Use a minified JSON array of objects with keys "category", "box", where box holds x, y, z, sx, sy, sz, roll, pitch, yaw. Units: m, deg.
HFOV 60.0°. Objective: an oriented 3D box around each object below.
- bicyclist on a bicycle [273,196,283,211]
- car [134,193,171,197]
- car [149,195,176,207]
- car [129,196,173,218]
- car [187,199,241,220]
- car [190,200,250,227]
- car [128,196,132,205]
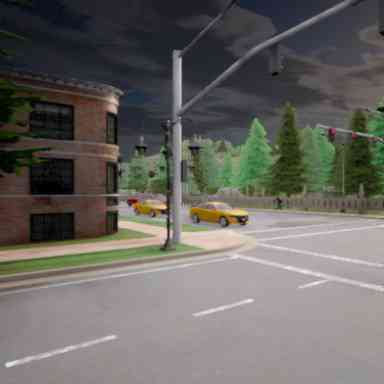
[{"category":"bicyclist on a bicycle","box":[9.592,1.257,37.072,1.656,1.620,0.582,0,0,-35]},{"category":"car","box":[-4.247,1.192,37.809,2.150,2.045,5.566,0,0,-35]},{"category":"car","box":[-4.538,1.311,50.595,2.097,1.767,4.553,0,0,-35]},{"category":"car","box":[-3.626,1.454,30.741,1.882,1.535,5.008,0,0,-35]},{"category":"car","box":[1.824,1.464,29.019,2.128,1.511,4.902,0,0,-35]},{"category":"car","box":[1.824,1.455,22.879,1.882,1.535,5.008,0,0,-35]},{"category":"car","box":[-7.454,1.186,48.657,2.150,2.045,5.566,0,0,-35]}]
